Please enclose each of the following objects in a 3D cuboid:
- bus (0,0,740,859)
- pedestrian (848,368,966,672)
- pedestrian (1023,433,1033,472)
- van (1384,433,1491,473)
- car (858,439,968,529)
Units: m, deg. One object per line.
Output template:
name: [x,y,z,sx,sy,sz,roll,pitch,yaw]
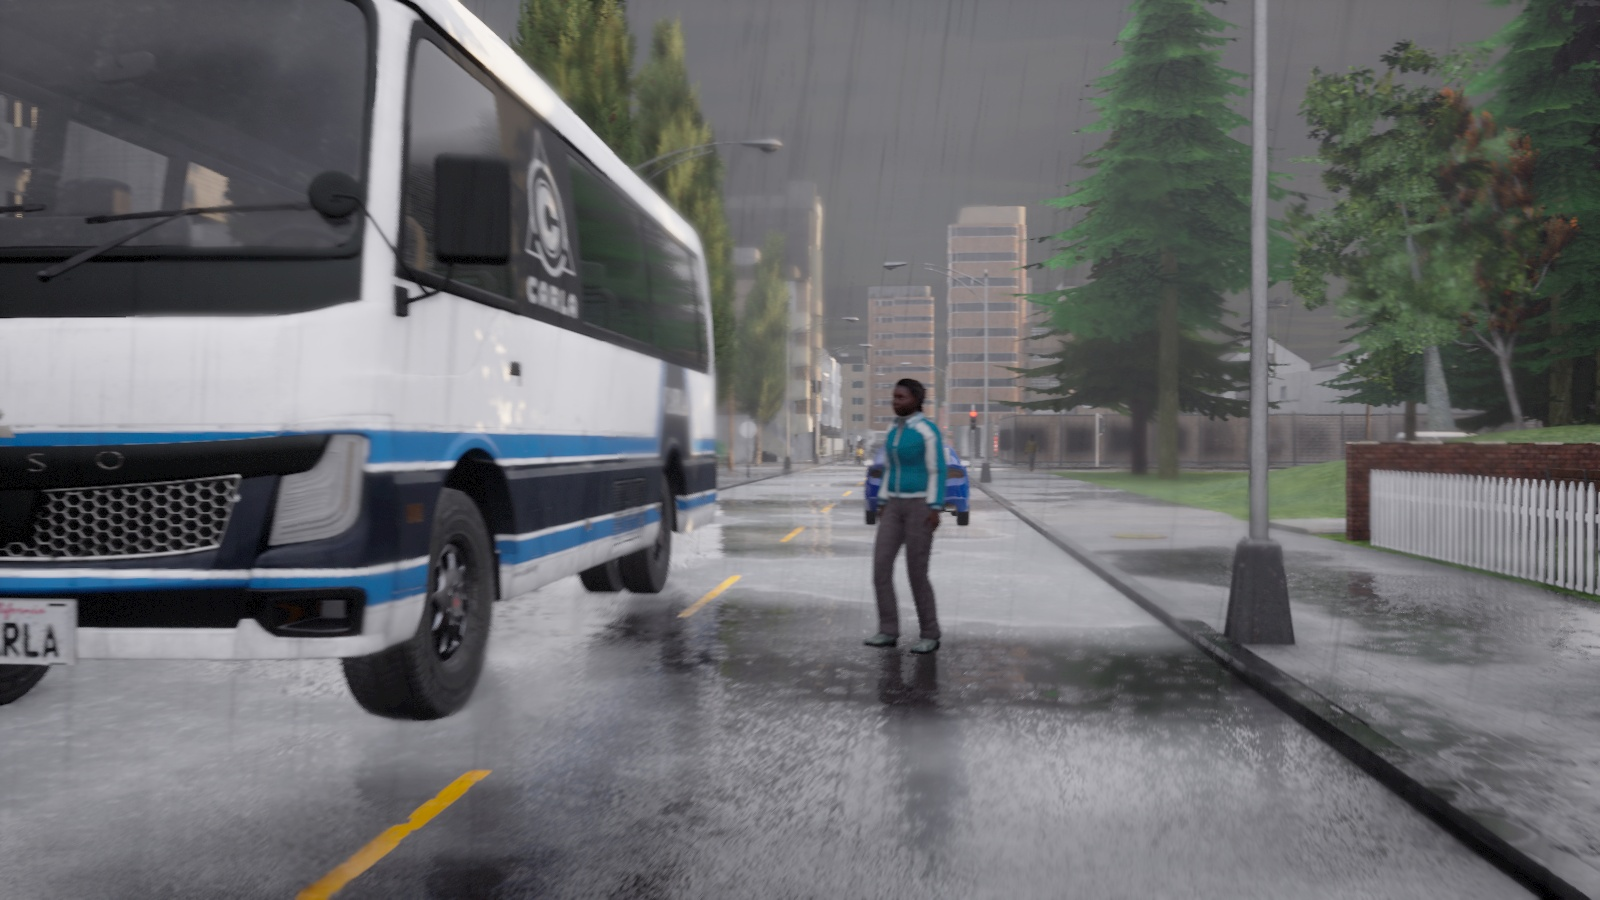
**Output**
bus: [-3.131,-0.692,9.785,3.944,4.253,10.273,0,0,5]
pedestrian: [0.712,0.444,8.327,0.692,1.930,0.396,0,0,-38]
pedestrian: [10.806,0.134,59.499,0.431,1.840,0.709,0,0,10]
van: [32.926,0.155,64.961,4.480,2.038,2.069,0,0,5]
car: [2.169,0.590,24.088,1.882,1.535,5.008,0,0,5]
